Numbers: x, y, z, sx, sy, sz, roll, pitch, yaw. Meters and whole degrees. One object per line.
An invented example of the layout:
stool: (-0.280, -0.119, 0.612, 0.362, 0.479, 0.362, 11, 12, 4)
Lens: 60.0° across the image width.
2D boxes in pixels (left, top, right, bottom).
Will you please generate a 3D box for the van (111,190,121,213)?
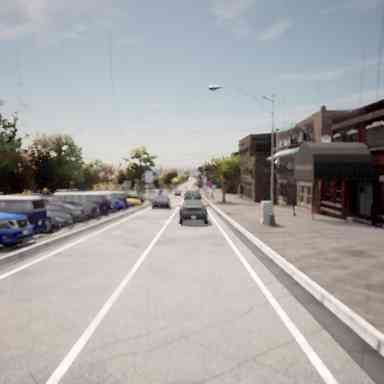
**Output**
van: (-8.852, 1.008, 29.123, 4.442, 1.987, 1.878, 0, 1, 0)

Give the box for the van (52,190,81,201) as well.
van: (-22.209, 0.585, 58.904, 4.442, 1.987, 1.878, 0, 1, 0)

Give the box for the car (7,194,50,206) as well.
car: (-22.101, 1.039, 45.032, 4.792, 1.488, 2.163, 0, 1, 0)

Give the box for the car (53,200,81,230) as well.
car: (-8.959, 1.359, 17.911, 4.892, 1.521, 2.231, 0, 1, 0)

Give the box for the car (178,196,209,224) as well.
car: (0.098, 1.298, 22.918, 1.837, 1.490, 4.892, 0, 0, 0)

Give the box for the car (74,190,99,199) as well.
car: (-22.140, 0.529, 70.008, 4.553, 1.767, 2.185, 0, 1, 0)

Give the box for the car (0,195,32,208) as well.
car: (-22.069, 1.088, 39.481, 5.008, 1.535, 2.097, 0, 1, 0)

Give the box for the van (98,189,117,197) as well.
van: (-22.015, 0.202, 86.656, 4.442, 1.987, 1.878, 0, 1, 0)

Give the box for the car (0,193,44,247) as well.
car: (-8.916, 1.149, 12.301, 5.566, 2.045, 2.435, 0, 0, 0)

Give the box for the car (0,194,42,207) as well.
car: (-22.074, 1.050, 42.257, 4.892, 1.521, 2.231, 0, 1, 0)

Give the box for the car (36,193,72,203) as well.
car: (-22.055, 0.920, 53.358, 4.792, 1.488, 2.163, 0, 1, 0)

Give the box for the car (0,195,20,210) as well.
car: (-22.065, 1.128, 36.705, 5.008, 1.535, 2.097, 0, 1, 0)

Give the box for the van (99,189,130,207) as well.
van: (-9.094, 0.929, 34.733, 4.442, 1.987, 1.878, 0, 1, 0)

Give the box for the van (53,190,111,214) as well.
van: (-9.081, 1.043, 26.321, 4.442, 1.987, 1.878, 0, 1, 0)

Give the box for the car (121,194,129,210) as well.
car: (-8.968, 1.195, 31.933, 5.008, 1.535, 2.097, 0, 1, 0)

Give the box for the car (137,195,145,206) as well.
car: (-8.800, 1.072, 40.342, 5.366, 1.575, 1.946, 0, 1, 0)

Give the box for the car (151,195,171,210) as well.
car: (-3.348, 1.107, 36.960, 1.882, 1.535, 5.008, 0, 1, 0)

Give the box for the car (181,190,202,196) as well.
car: (0.098, 0.800, 41.068, 2.150, 2.045, 5.566, 0, 1, 0)

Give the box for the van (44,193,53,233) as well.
van: (-9.065, 1.156, 15.101, 4.442, 1.987, 1.878, 0, 1, 0)

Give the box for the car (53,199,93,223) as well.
car: (-8.954, 1.373, 20.714, 4.674, 1.452, 2.002, 0, 1, 0)

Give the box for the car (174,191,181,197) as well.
car: (-3.257, 0.451, 77.574, 1.895, 1.301, 4.718, 0, 1, 0)

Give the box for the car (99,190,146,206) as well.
car: (-8.961, 0.784, 43.142, 5.566, 2.045, 2.435, 0, 1, 0)

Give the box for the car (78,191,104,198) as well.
car: (-22.118, 0.616, 72.785, 5.008, 1.535, 2.097, 0, 1, 0)

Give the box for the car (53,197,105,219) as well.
car: (-8.990, 1.334, 23.522, 4.792, 1.488, 2.163, 0, 1, 0)

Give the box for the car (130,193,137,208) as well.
car: (-8.984, 1.155, 37.540, 4.674, 1.452, 2.002, 0, 1, 0)

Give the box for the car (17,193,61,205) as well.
car: (-21.890, 0.967, 47.807, 5.366, 1.575, 1.946, 0, 1, 0)
